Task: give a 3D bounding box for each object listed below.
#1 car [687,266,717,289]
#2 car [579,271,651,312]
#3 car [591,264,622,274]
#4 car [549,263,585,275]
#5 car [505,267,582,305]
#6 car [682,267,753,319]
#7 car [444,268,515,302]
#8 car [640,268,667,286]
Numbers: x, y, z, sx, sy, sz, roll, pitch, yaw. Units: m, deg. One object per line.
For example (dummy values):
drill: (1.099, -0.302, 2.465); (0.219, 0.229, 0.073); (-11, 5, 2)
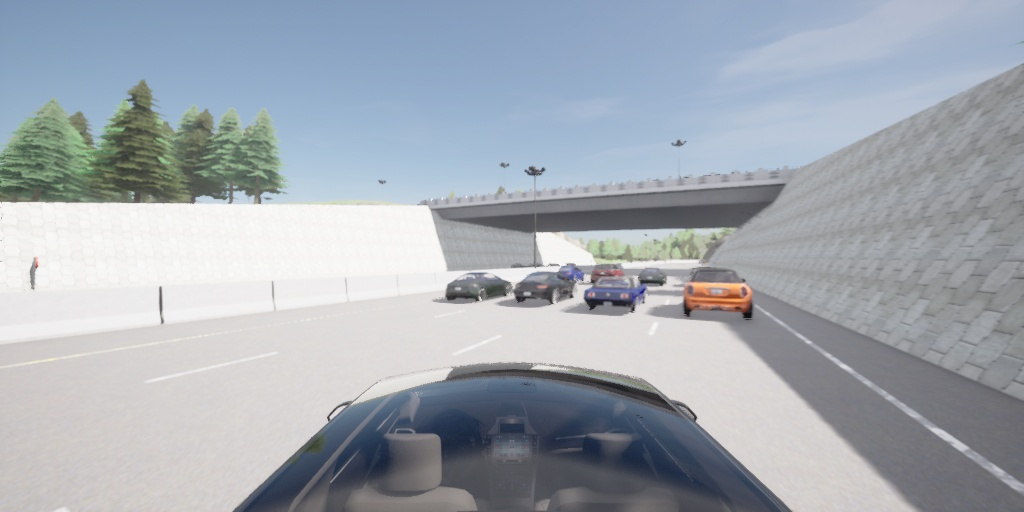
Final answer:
car: (14.427, 1.544, 27.306); (1.837, 1.490, 4.892); (0, 0, 27)
car: (4.529, 1.505, 15.186); (1.895, 1.301, 4.718); (0, -1, 27)
car: (8.118, 1.430, 30.341); (2.097, 1.767, 4.553); (0, -1, 27)
car: (5.194, 1.630, 32.310); (1.812, 1.442, 4.674); (0, -1, 27)
car: (1.686, 1.458, 17.315); (1.812, 1.442, 4.674); (0, -1, 27)
car: (7.748, 1.236, 13.793); (2.097, 1.767, 4.553); (0, -1, 27)
car: (-1.608, 1.515, 18.554); (1.994, 1.385, 4.181); (0, -1, 27)
car: (11.326, 1.624, 28.929); (1.994, 1.385, 4.181); (0, -1, 27)
